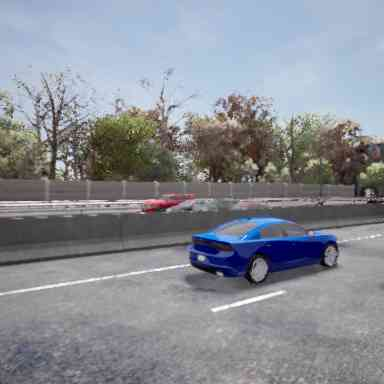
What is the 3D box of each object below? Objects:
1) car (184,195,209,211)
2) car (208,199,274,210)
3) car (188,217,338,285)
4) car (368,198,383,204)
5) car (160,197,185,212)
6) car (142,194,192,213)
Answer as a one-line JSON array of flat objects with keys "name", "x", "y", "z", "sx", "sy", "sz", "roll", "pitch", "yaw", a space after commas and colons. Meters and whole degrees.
[{"name": "car", "x": 2.027, "y": 1.352, "z": 26.922, "sx": 4.553, "sy": 1.767, "sz": 2.097, "roll": 0, "pitch": 0, "yaw": -35}, {"name": "car", "x": 3.887, "y": 1.478, "z": 23.951, "sx": 5.008, "sy": 1.535, "sz": 1.882, "roll": 0, "pitch": 0, "yaw": -35}, {"name": "car", "x": 2.246, "y": 1.476, "z": 9.643, "sx": 5.008, "sy": 1.535, "sz": 1.882, "roll": 0, "pitch": 0, "yaw": -35}, {"name": "car", "x": 32.092, "y": 1.624, "z": 56.833, "sx": 4.718, "sy": 1.301, "sz": 1.895, "roll": 0, "pitch": 0, "yaw": -35}, {"name": "car", "x": 0.014, "y": 1.492, "z": 29.786, "sx": 4.902, "sy": 1.511, "sz": 2.128, "roll": 0, "pitch": 0, "yaw": -35}, {"name": "car", "x": -2.126, "y": 1.222, "z": 32.550, "sx": 5.566, "sy": 2.045, "sz": 2.150, "roll": 0, "pitch": 0, "yaw": -36}]
